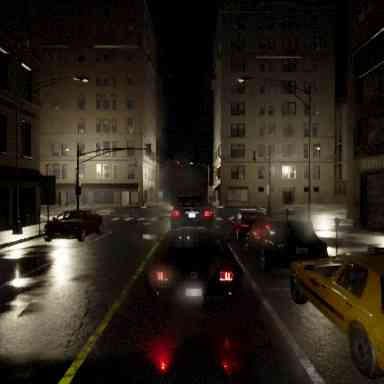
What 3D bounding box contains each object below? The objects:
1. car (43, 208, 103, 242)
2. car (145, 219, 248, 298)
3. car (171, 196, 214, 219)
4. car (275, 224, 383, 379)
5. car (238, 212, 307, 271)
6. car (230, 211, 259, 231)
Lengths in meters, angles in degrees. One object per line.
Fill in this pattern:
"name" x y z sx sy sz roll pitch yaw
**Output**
"car" -5.675 1.536 16.300 1.887 1.381 4.507 -1 0 0
"car" 0.046 1.597 8.467 1.895 1.301 4.718 0 0 0
"car" 0.002 1.212 18.459 2.150 2.045 5.566 0 0 0
"car" 2.863 1.523 5.296 1.752 1.417 4.829 -1 0 0
"car" 2.867 1.560 10.712 1.947 1.339 4.313 -1 0 0
"car" 2.870 1.573 16.298 1.802 1.307 4.206 -1 0 0
